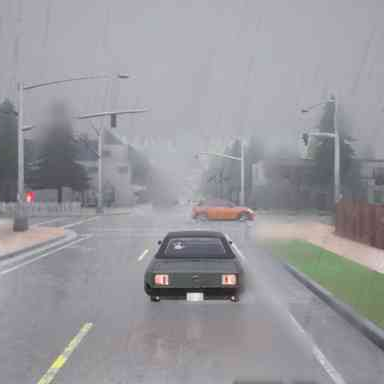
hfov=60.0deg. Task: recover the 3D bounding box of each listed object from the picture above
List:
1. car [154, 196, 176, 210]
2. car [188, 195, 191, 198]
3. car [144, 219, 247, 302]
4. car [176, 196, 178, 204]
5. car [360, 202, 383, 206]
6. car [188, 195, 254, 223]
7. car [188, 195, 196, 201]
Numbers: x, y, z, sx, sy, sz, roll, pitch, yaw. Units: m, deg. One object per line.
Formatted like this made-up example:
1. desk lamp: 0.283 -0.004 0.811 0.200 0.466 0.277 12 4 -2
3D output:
1. car: -3.564 1.352 41.994 2.097 1.767 4.553 0 0 0
2. car: 0.061 1.595 71.439 1.895 1.301 4.718 0 0 0
3. car: 0.075 1.601 8.208 1.895 1.301 4.718 0 0 0
4. car: -3.551 1.526 52.229 1.812 1.442 4.674 0 0 0
5. car: 15.323 1.582 29.261 4.718 1.301 1.895 0 0 -8
6. car: 2.232 1.343 24.437 4.553 1.767 2.097 0 0 -4
7. car: 0.067 1.478 81.475 1.882 1.535 5.008 0 0 0
